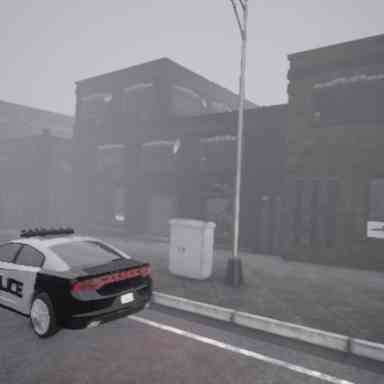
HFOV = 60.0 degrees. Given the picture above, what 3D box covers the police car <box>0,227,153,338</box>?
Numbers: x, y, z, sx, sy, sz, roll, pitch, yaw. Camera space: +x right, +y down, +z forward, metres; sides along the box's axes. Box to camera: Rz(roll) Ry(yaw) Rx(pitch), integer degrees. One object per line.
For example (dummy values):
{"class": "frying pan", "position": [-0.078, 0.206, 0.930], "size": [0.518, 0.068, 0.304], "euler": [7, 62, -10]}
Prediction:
{"class": "police car", "position": [-3.144, 1.584, 7.078], "size": [5.238, 1.638, 1.930], "euler": [-1, -2, 37]}
